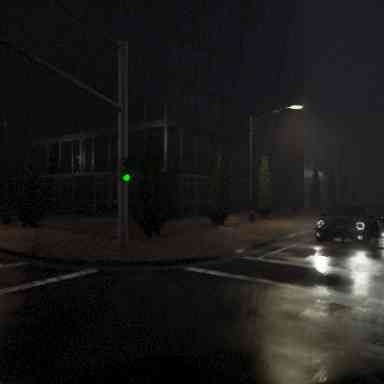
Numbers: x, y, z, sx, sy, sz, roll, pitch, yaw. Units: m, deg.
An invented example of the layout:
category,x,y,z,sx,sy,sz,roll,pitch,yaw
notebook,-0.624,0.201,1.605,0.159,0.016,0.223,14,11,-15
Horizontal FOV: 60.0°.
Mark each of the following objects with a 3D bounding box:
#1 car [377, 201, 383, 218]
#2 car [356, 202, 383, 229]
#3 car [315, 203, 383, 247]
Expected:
category,x,y,z,sx,sy,sz,roll,pitch,yaw
car,18.857,1.586,31.126,2.033,1.411,5.357,0,0,36
car,12.776,1.540,22.899,1.837,1.490,4.892,0,0,37
car,7.347,1.385,15.548,2.097,1.767,4.553,0,0,36
